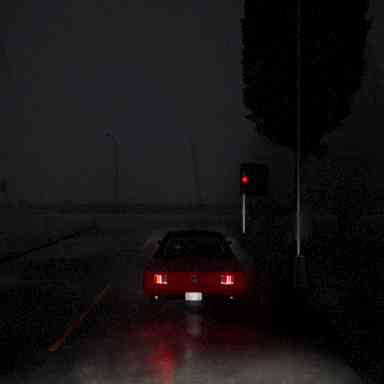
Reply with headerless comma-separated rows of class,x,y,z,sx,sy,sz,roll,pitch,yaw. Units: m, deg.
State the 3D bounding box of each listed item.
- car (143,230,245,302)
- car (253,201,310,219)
car,0.062,1.601,8.235,1.895,1.301,4.718,0,0,1
car,7.571,1.491,28.721,4.902,1.511,2.128,0,0,0
